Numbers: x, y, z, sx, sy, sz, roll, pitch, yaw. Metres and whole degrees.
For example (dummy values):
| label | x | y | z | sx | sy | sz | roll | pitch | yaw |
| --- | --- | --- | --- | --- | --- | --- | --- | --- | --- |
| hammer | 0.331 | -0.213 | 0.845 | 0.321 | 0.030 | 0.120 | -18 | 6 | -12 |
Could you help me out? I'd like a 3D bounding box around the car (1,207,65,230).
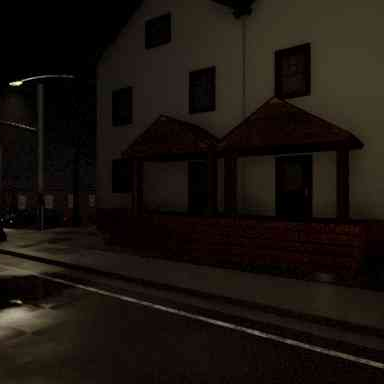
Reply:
| label | x | y | z | sx | sy | sz | roll | pitch | yaw |
| --- | --- | --- | --- | --- | --- | --- | --- | --- | --- |
| car | -14.227 | 2.400 | 30.139 | 2.150 | 2.045 | 5.566 | 0 | -9 | 36 |
